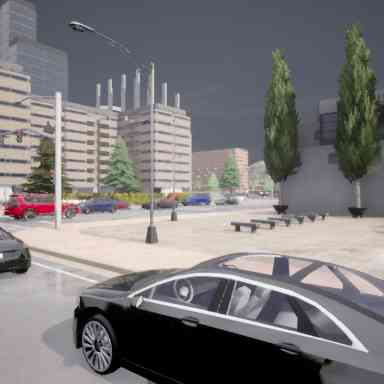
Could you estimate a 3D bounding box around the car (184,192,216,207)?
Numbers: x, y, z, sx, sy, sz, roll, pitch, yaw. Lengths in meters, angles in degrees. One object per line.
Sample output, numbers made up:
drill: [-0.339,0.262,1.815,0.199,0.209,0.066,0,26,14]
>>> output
car: [0.769,1.212,52.724,2.150,2.045,5.566,0,1,41]

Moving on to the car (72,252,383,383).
car: [0.548,1.492,3.888,4.902,1.511,2.128,0,0,38]

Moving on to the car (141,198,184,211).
car: [-3.940,1.547,41.971,2.033,1.411,5.357,0,0,41]

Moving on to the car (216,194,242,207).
car: [5.522,1.491,52.839,2.128,1.511,4.902,0,0,41]

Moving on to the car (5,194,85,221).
car: [-12.009,1.221,26.943,2.150,2.045,5.566,0,0,42]

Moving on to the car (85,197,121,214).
car: [-10.185,1.352,34.775,2.097,1.767,4.553,0,0,41]

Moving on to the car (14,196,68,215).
car: [-15.447,1.352,34.148,2.097,1.767,4.553,0,0,42]

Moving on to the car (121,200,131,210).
car: [-9.579,1.564,40.803,1.994,1.385,4.181,0,0,42]

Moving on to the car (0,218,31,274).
car: [-6.354,1.564,9.511,4.181,1.385,1.994,0,0,40]
